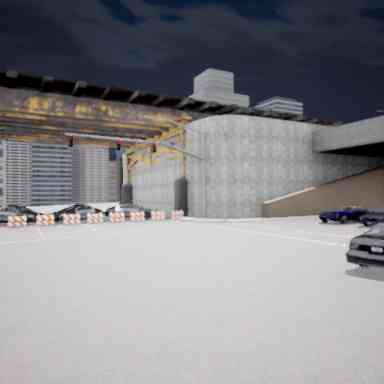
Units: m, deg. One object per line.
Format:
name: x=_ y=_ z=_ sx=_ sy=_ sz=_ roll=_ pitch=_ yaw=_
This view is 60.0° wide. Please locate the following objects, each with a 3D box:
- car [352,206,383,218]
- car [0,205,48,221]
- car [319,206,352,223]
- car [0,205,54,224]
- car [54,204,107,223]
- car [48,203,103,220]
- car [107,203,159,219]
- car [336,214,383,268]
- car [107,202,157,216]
car: x=13.657 y=1.619 z=22.495 sx=5.357 sy=1.411 sz=2.033 roll=0 pitch=-1 yaw=-28
car: x=-14.383 y=1.692 z=27.340 sx=4.536 sy=1.218 sz=1.853 roll=-1 pitch=-1 yaw=17
car: x=11.993 y=1.720 z=25.572 sx=4.718 sy=1.301 sz=1.895 roll=0 pitch=-1 yaw=-28
car: x=-14.332 y=1.849 z=27.324 sx=4.974 sy=1.542 sz=2.038 roll=-1 pitch=-1 yaw=17
car: x=-10.219 y=1.829 z=29.401 sx=2.038 sy=1.542 sz=4.974 roll=-1 pitch=-1 yaw=27
car: x=-10.197 y=1.672 z=29.449 sx=1.853 sy=1.218 sz=4.536 roll=-1 pitch=-1 yaw=27
car: x=-5.776 y=1.817 z=32.514 sx=4.974 sy=1.542 sz=2.038 roll=-1 pitch=-1 yaw=2
car: x=6.805 y=1.566 z=10.394 sx=5.357 sy=1.411 sz=2.033 roll=0 pitch=-1 yaw=-40
car: x=-5.830 y=1.660 z=32.517 sx=4.536 sy=1.218 sz=1.853 roll=-1 pitch=-1 yaw=2
